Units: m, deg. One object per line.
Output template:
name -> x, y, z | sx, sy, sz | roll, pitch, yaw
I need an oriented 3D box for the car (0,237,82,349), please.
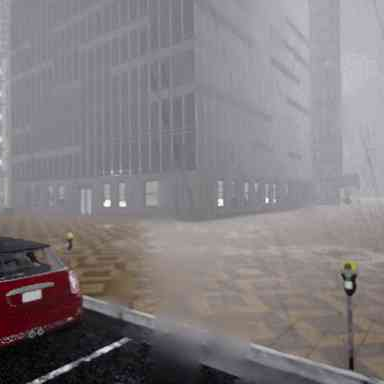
car -> -3.815, 1.506, 5.833 | 4.097, 1.590, 1.967 | -1, -1, 36
